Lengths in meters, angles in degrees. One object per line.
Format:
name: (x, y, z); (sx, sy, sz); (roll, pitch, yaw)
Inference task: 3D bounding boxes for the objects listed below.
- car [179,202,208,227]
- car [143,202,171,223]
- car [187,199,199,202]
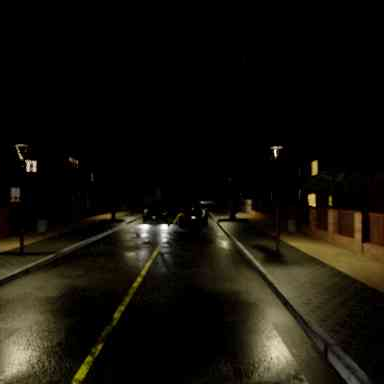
car: (0.099, 1.652, 23.744); (1.994, 1.385, 4.181); (0, 0, 0)
car: (-2.750, 1.607, 26.529); (1.837, 1.490, 4.892); (0, -1, 0)
car: (0.099, 1.672, 40.593); (1.837, 1.490, 4.892); (0, 0, 0)
